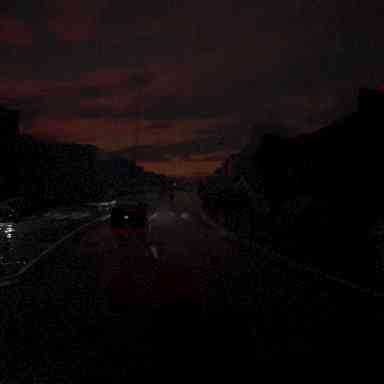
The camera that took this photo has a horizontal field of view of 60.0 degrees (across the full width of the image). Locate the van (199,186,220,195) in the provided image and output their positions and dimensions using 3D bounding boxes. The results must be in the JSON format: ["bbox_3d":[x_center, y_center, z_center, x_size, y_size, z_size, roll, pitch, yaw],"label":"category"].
[{"bbox_3d":[3.851,-0.294,73.935,4.442,1.987,1.878,0,1,1],"label":"van"}]

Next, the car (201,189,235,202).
[{"bbox_3d":[3.493,0.487,46.158,4.553,1.767,2.185,0,1,1],"label":"car"}]

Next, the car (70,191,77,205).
[{"bbox_3d":[-16.753,0.952,39.930,4.674,1.452,2.002,0,1,1],"label":"car"}]

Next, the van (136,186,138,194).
[{"bbox_3d":[-16.265,-0.283,81.396,4.442,1.987,1.878,0,1,1],"label":"van"}]

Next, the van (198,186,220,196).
[{"bbox_3d":[3.590,-0.229,71.161,4.442,1.987,1.878,0,1,1],"label":"van"}]

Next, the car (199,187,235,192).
[{"bbox_3d":[3.412,0.681,37.816,4.553,1.767,2.185,0,1,1],"label":"car"}]

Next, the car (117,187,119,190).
[{"bbox_3d":[-16.589,0.256,61.982,4.553,1.767,2.185,0,1,1],"label":"car"}]

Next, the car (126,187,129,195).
[{"bbox_3d":[-16.476,0.189,70.253,4.892,1.521,2.231,0,1,1],"label":"car"}]

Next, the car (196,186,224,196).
[{"bbox_3d":[3.708,-0.190,68.380,5.566,2.045,2.435,0,1,1],"label":"car"}]

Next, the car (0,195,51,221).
[{"bbox_3d":[-12.671,1.221,24.369,1.837,1.490,4.892,0,1,5],"label":"car"}]

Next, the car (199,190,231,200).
[{"bbox_3d":[3.524,0.474,51.718,4.892,1.521,2.231,0,1,1],"label":"car"}]

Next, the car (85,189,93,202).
[{"bbox_3d":[-16.712,0.788,45.447,4.892,1.521,2.231,0,1,1],"label":"car"}]

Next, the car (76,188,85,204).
[{"bbox_3d":[-16.701,0.725,42.682,4.553,1.767,2.185,0,1,1],"label":"car"}]

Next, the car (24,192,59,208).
[{"bbox_3d":[-16.776,0.904,34.409,4.553,1.767,2.185,0,1,1],"label":"car"}]

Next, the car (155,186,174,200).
[{"bbox_3d":[-4.166,0.213,54.228,2.150,2.045,5.566,0,1,1],"label":"car"}]

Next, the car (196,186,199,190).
[{"bbox_3d":[3.572,0.151,54.488,5.566,2.045,2.435,0,1,1],"label":"car"}]

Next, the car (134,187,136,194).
[{"bbox_3d":[-16.401,0.005,78.521,4.892,1.521,2.231,0,1,1],"label":"car"}]

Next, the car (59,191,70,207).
[{"bbox_3d":[-16.786,0.973,37.174,5.008,1.535,2.097,0,1,1],"label":"car"}]

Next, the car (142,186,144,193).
[{"bbox_3d":[-16.301,-0.224,89.547,4.892,1.521,2.231,0,1,1],"label":"car"}]

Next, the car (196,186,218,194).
[{"bbox_3d":[3.815,-0.563,85.052,5.566,2.045,2.435,0,1,1],"label":"car"}]

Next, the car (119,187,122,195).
[{"bbox_3d":[-16.564,0.191,64.738,4.553,1.767,2.185,0,1,1],"label":"car"}]

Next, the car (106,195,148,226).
[{"bbox_3d":[-3.832,1.187,20.790,1.882,1.535,5.008,-1,1,-5],"label":"car"}]

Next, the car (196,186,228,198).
[{"bbox_3d":[3.570,0.010,60.171,5.566,2.045,2.435,0,1,1],"label":"car"}]

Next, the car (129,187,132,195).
[{"bbox_3d":[-16.451,0.127,73.010,4.892,1.521,2.231,0,1,1],"label":"car"}]

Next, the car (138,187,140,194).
[{"bbox_3d":[-16.354,-0.072,84.035,4.674,1.452,2.002,0,1,1],"label":"car"}]

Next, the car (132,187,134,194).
[{"bbox_3d":[-16.426,0.066,75.766,4.892,1.521,2.231,0,1,1],"label":"car"}]

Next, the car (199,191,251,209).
[{"bbox_3d":[3.299,0.943,32.386,4.792,1.488,2.163,0,1,1],"label":"car"}]

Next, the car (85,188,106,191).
[{"bbox_3d":[-16.686,0.400,50.953,5.566,2.045,2.435,0,1,1],"label":"car"}]

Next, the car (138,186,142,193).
[{"bbox_3d":[-16.517,-0.171,86.793,5.366,1.575,1.946,0,1,1],"label":"car"}]

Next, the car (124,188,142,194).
[{"bbox_3d":[-16.311,-0.250,92.305,4.792,1.488,2.163,0,1,1],"label":"car"}]

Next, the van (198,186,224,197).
[{"bbox_3d":[3.292,0.520,40.723,4.442,1.987,1.878,0,1,1],"label":"van"}]

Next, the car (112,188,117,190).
[{"bbox_3d":[-16.587,0.448,59.228,5.008,1.535,2.097,0,1,1],"label":"car"}]

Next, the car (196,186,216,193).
[{"bbox_3d":[3.897,-0.734,93.384,5.566,2.045,2.435,0,1,1],"label":"car"}]

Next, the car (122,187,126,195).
[{"bbox_3d":[-16.476,0.125,67.494,4.553,1.767,2.185,0,1,1],"label":"car"}]

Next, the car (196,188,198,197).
[{"bbox_3d":[3.487,0.540,49.064,5.008,1.535,2.097,0,1,1],"label":"car"}]

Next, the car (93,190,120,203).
[{"bbox_3d":[-12.085,0.797,46.959,1.994,1.385,4.181,0,1,1],"label":"car"}]
